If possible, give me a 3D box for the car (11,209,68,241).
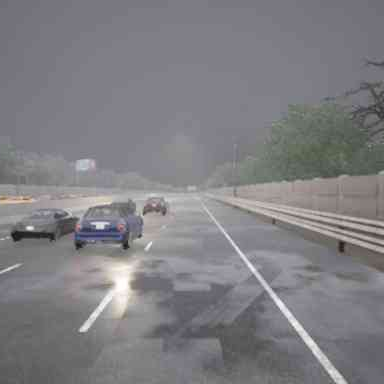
[{"bbox_3d":[-6.905,1.501,16.174,1.994,1.385,4.181,0,0,0],"label":"car"}]

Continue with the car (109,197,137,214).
[{"bbox_3d":[-6.910,1.344,33.892,1.882,1.535,5.008,0,0,0],"label":"car"}]

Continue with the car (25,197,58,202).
[{"bbox_3d":[-17.601,1.320,40.042,1.882,1.535,5.008,0,0,0],"label":"car"}]

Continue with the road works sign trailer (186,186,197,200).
[{"bbox_3d":[-0.023,0.213,81.484,2.380,3.560,2.880,0,0,0],"label":"road works sign trailer"}]

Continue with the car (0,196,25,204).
[{"bbox_3d":[-21.099,1.319,40.449,1.882,1.535,5.008,0,0,0],"label":"car"}]

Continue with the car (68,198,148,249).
[{"bbox_3d":[-3.405,1.296,14.457,2.097,1.767,4.553,0,0,0],"label":"car"}]

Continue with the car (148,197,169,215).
[{"bbox_3d":[-3.409,1.225,32.051,2.097,1.767,4.553,0,0,0],"label":"car"}]
